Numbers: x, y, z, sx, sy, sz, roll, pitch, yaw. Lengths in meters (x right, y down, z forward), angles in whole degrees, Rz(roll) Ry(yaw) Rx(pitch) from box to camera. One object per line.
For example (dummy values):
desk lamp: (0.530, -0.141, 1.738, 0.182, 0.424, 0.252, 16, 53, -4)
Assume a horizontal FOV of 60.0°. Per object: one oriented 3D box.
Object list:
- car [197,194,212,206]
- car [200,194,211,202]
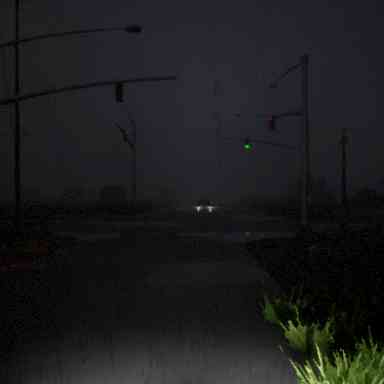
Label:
car: (1.721, 1.143, 46.080, 1.882, 1.535, 5.008, 0, 1, 3)
car: (2.561, 1.064, 62.383, 1.837, 1.490, 4.892, 0, 0, 3)
